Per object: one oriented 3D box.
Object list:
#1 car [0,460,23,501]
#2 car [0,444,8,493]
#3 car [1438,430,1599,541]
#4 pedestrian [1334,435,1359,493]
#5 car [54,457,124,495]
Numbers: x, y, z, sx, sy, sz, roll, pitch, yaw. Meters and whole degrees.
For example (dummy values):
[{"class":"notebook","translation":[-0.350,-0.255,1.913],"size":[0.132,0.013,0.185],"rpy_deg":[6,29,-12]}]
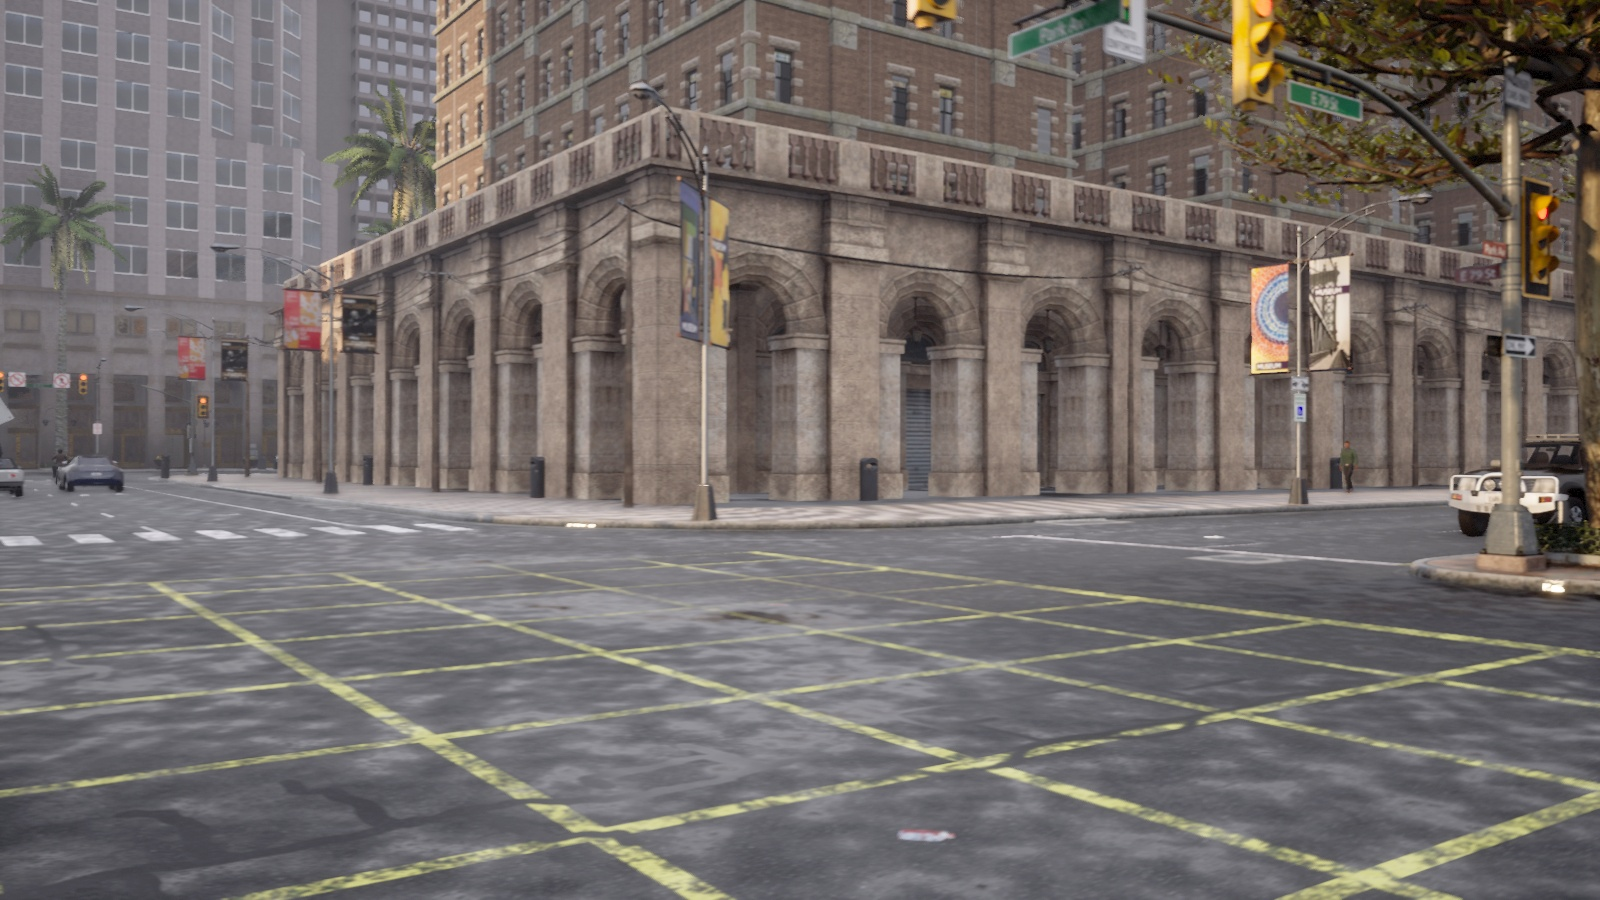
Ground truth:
[{"class":"car","translation":[-27.300,1.006,42.102],"size":[1.895,1.301,4.718],"rpy_deg":[0,0,-35]},{"class":"car","translation":[-32.776,0.732,50.050],"size":[1.905,1.878,3.866],"rpy_deg":[0,0,-35]},{"class":"car","translation":[13.913,0.589,23.018],"size":[4.605,1.855,1.932],"rpy_deg":[0,0,-34]},{"class":"pedestrian","translation":[18.683,0.467,42.923],"size":[0.788,1.949,0.423],"rpy_deg":[0,0,-35]},{"class":"car","translation":[-27.589,0.986,48.689],"size":[1.994,1.385,4.181],"rpy_deg":[0,0,-35]}]
